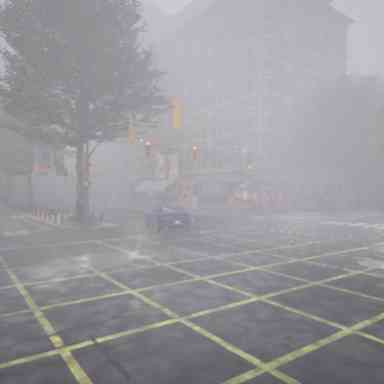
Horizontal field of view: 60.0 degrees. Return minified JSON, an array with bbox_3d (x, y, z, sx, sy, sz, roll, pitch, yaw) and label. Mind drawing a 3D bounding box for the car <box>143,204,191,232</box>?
[{"bbox_3d":[-1.611,1.482,20.234,1.882,1.535,5.008,1,0,-20],"label":"car"}]
